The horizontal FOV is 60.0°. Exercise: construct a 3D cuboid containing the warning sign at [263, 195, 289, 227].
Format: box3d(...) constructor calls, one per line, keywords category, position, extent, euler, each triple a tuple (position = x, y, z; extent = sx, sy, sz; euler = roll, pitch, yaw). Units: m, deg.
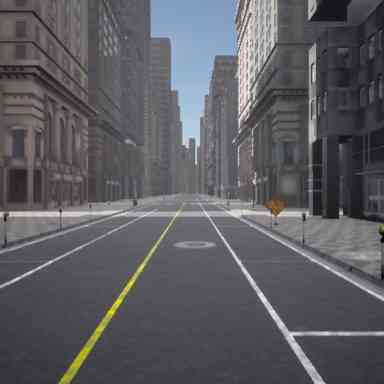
box3d(category="warning sign", position=(5.064, 1.115, 20.080), extent=(1.300, 1.860, 1.060), euler=(0, 0, 0))
